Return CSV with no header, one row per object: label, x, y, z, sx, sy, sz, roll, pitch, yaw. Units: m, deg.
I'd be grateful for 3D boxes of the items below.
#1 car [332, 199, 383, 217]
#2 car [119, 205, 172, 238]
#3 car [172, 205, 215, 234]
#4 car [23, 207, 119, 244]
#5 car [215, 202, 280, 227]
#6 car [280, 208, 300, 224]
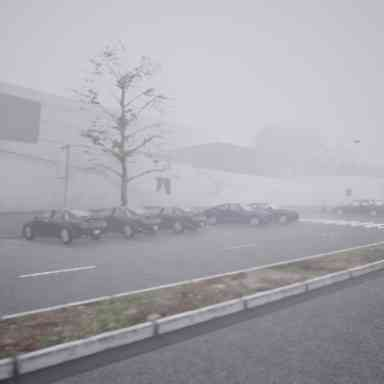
car,17.150,1.677,34.316,5.008,1.535,2.097,0,-1,32
car,-3.812,1.522,17.770,4.892,1.521,2.231,-1,0,33
car,-1.462,1.524,19.568,4.892,1.521,2.231,-1,-1,33
car,-6.176,1.522,15.994,4.892,1.521,2.231,-1,0,34
car,3.183,1.533,23.227,5.008,1.535,2.097,-1,-1,32
car,5.504,1.542,25.068,5.008,1.535,2.097,-1,-1,32
